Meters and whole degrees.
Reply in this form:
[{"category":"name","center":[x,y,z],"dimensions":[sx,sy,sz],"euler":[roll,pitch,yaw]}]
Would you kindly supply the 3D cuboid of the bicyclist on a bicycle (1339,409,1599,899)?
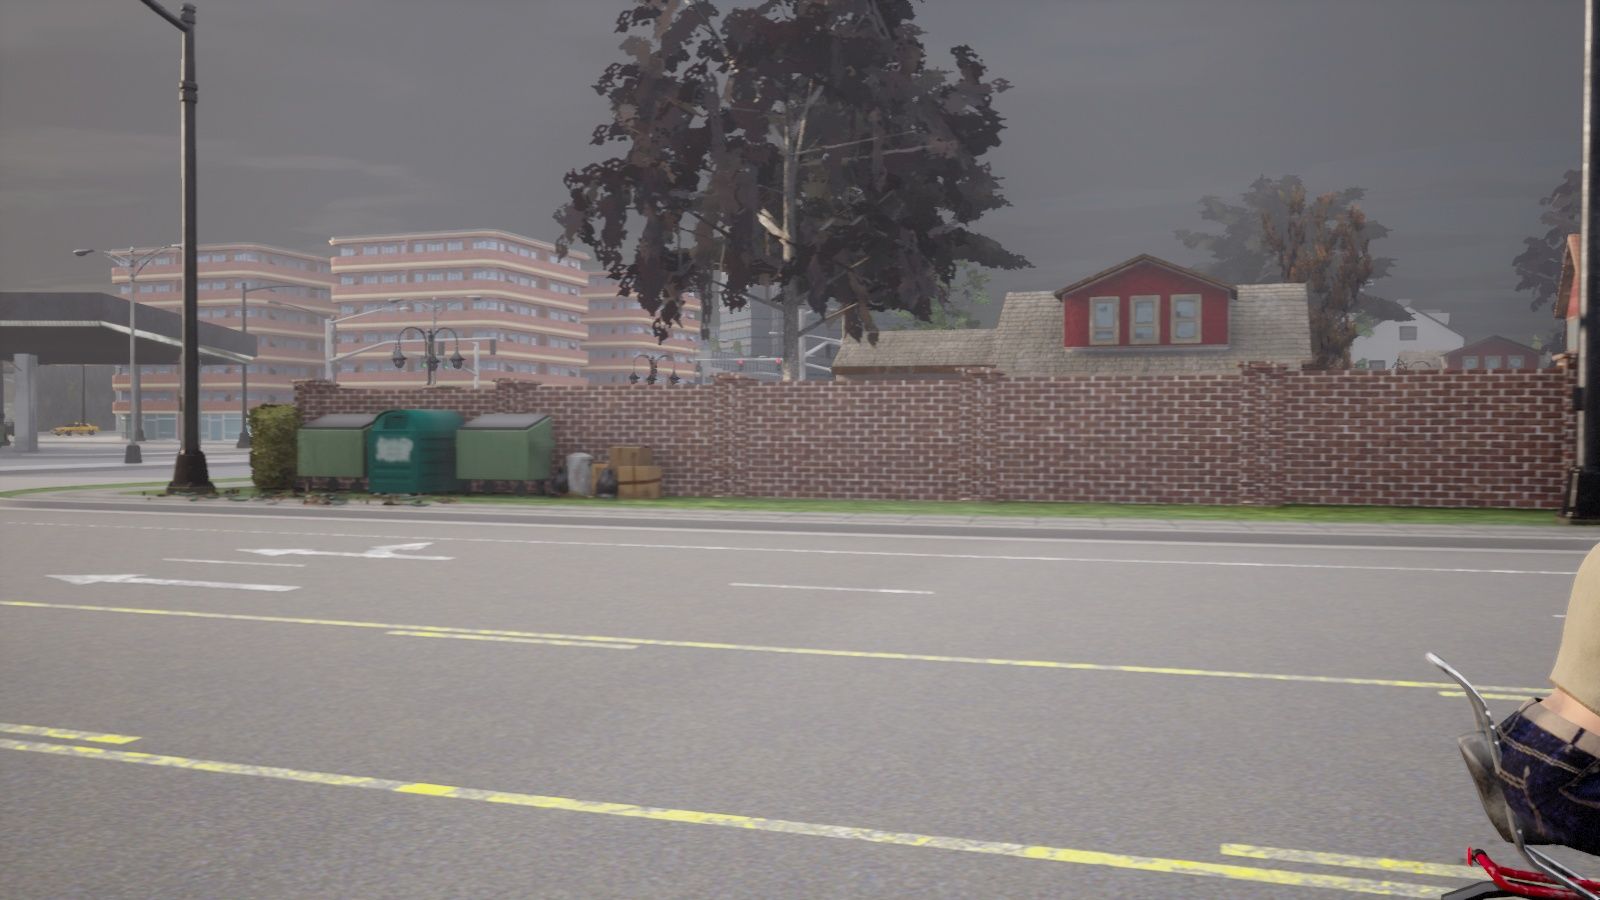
[{"category":"bicyclist on a bicycle","center":[1.950,0.730,2.532],"dimensions":[1.509,1.612,0.866],"euler":[0,1,18]}]
